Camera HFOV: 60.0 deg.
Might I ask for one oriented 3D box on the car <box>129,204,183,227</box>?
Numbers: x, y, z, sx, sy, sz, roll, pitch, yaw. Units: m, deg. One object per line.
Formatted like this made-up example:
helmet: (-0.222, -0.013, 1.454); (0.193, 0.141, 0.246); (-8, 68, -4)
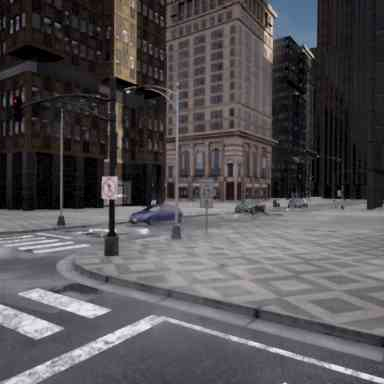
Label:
car: (-2.489, 1.627, 24.270); (1.812, 1.442, 4.674); (1, 0, 35)

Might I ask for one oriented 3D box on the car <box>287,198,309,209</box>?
car: (16.027, 1.682, 50.298); (2.097, 1.767, 4.553); (1, 0, 35)

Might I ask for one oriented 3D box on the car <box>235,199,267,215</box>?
car: (6.575, 1.545, 37.081); (2.097, 1.767, 4.553); (1, 0, 35)
